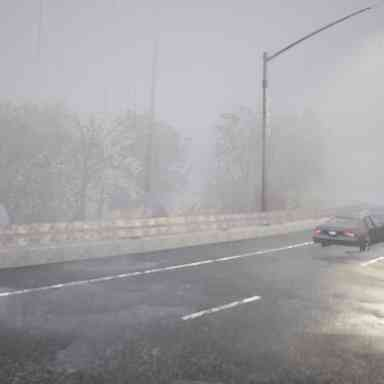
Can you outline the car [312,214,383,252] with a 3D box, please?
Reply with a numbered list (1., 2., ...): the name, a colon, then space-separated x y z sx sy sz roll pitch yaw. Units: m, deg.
1. car: 7.290 1.679 14.776 5.357 1.411 2.033 1 0 -45
